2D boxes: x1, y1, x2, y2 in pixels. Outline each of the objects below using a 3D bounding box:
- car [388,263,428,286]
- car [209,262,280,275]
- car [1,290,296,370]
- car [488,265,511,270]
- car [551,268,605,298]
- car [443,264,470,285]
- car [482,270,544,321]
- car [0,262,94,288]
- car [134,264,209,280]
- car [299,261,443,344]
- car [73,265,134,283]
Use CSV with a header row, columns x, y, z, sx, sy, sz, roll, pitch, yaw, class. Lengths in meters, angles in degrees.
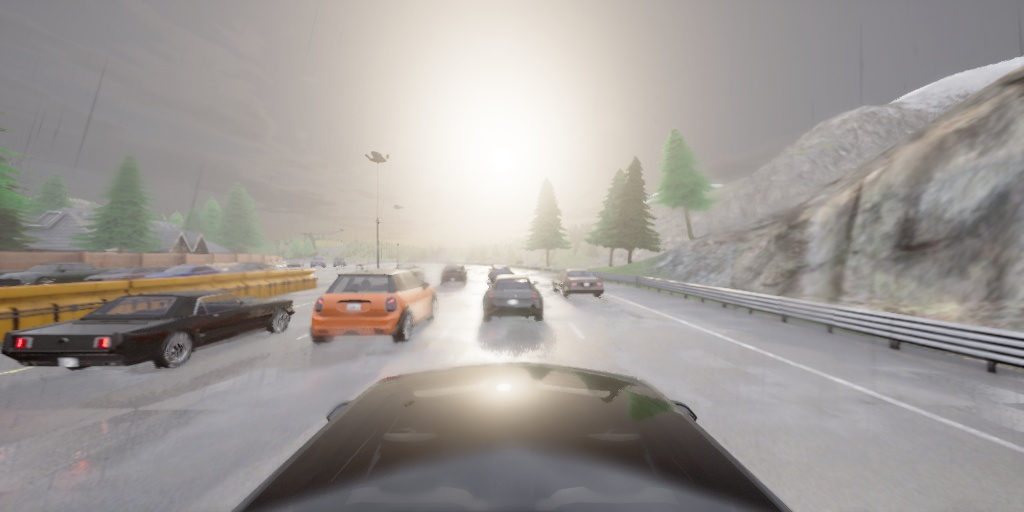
x,y,z,sx,sy,sz,roll,pitch,yaw,class
-7.841,1.341,27.485,2.128,1.511,4.902,0,0,-6,car
-18.392,1.208,25.272,2.097,1.767,4.553,0,0,-6,car
-6.914,1.382,7.809,1.895,1.301,4.718,0,0,0,car
-0.998,1.410,29.185,1.994,1.385,4.181,0,0,-6,car
3.302,1.352,18.818,2.033,1.411,5.357,0,0,-2,car
-4.286,1.349,27.053,1.837,1.490,4.892,0,0,-5,car
0.008,1.352,12.724,1.994,1.385,4.181,0,0,-1,car
-28.680,1.213,22.478,2.097,1.767,4.553,0,0,-5,car
-21.790,1.335,24.074,1.882,1.535,5.008,0,0,-5,car
-3.451,1.134,9.899,2.097,1.767,4.553,0,0,-1,car
-25.266,1.424,23.601,1.994,1.385,4.181,0,0,-5,car
